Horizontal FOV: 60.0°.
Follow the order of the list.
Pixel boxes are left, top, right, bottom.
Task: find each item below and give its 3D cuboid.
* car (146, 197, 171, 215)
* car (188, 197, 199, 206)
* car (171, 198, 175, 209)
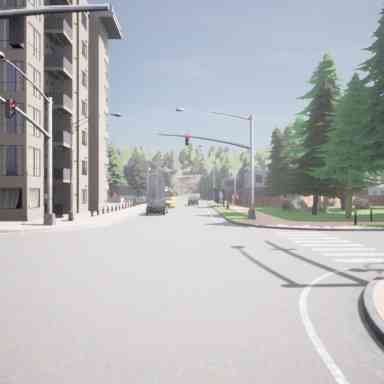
[{"bbox_3d":[-3.483,1.477,33.534,1.882,1.535,5.008,0,0,0],"label":"car"},{"bbox_3d":[0.196,1.546,55.714,2.033,1.411,5.357,0,0,0],"label":"car"},{"bbox_3d":[-3.425,1.476,46.348,1.882,1.535,5.008,0,0,0],"label":"car"}]
